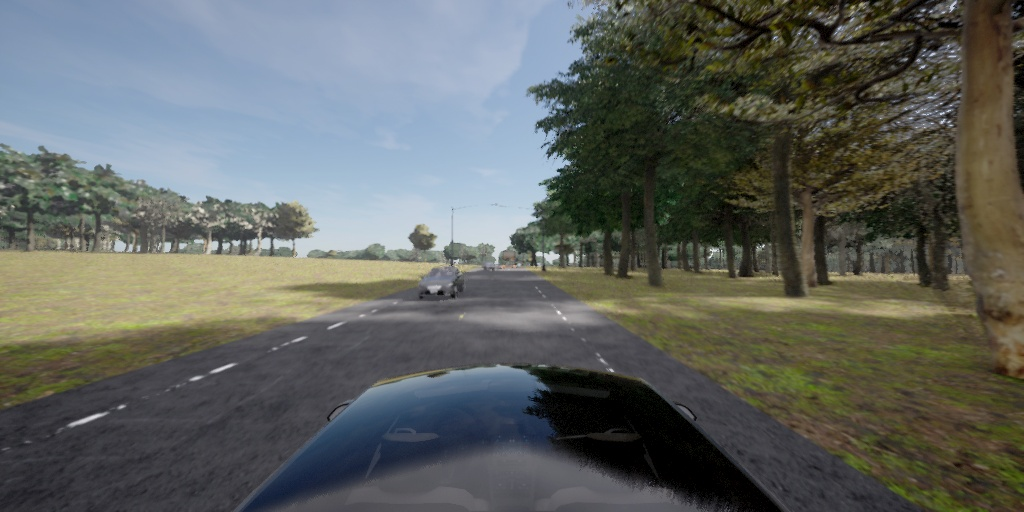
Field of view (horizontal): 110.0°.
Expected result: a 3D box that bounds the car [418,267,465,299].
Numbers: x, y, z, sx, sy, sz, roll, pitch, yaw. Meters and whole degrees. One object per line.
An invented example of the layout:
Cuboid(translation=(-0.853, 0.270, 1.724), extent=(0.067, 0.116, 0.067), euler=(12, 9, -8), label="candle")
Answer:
Cuboid(translation=(-3.656, 1.359, 19.175), extent=(2.128, 1.511, 4.902), euler=(-2, 1, 0), label="car")

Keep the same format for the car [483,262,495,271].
Cuboid(translation=(-3.971, 1.712, 61.712), extent=(2.128, 1.511, 4.902), euler=(0, -1, 0), label="car")
